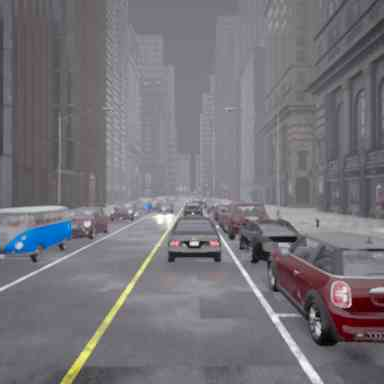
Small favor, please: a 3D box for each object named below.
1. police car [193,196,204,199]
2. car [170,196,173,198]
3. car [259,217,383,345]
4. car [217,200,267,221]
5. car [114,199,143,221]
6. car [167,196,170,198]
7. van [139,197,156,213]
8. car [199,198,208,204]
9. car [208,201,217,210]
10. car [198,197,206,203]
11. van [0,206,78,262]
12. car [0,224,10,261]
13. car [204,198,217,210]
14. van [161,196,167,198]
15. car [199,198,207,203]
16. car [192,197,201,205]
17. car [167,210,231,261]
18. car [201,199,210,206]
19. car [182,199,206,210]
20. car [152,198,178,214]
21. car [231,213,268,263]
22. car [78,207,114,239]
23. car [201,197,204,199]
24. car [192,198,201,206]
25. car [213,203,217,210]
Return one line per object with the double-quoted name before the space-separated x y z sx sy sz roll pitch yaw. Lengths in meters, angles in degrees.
"police car" 0.892 1.825 57.269 1.930 1.638 5.238 0 0 0
"car" -5.776 1.796 68.455 2.192 1.841 5.009 0 0 0
"car" 2.759 1.486 6.462 1.967 1.590 4.097 0 0 0
"car" 2.757 1.438 17.737 2.192 1.841 5.009 0 0 0
"car" -5.770 1.640 28.998 1.967 1.590 4.097 0 0 0
"car" -5.775 1.880 62.817 1.967 1.590 4.097 0 0 0
"van" -5.772 1.618 40.272 1.690 1.788 3.998 0 0 0
"car" 2.749 2.146 79.732 1.802 1.307 4.206 0 0 0
"car" 2.756 1.766 29.007 1.947 1.339 4.313 0 0 0
"car" 2.746 2.090 91.006 1.967 1.590 4.097 0 0 0
"van" -5.768 1.425 12.089 1.690 1.788 3.998 0 0 0
"car" -5.766 1.590 6.451 1.887 1.381 4.507 0 0 0
"car" 2.754 1.718 40.279 1.967 1.590 4.097 0 0 0
"van" -5.774 1.739 57.181 1.690 1.788 3.998 0 0 0
"car" 2.748 2.189 85.369 1.802 1.307 4.206 0 0 0
"car" 0.890 1.994 73.159 1.882 1.535 5.008 0 0 0
"car" 0.083 1.635 12.628 2.033 1.411 5.357 0 0 0
"car" 2.750 2.064 68.460 1.802 1.307 4.206 0 0 0
"car" 0.089 1.731 32.766 1.837 1.490 4.892 0 0 0
"car" -3.100 1.763 39.399 2.128 1.511 4.902 0 0 0
"car" 2.758 1.650 12.098 1.947 1.339 4.313 0 0 0
"car" -5.768 1.562 17.725 1.967 1.590 4.097 0 0 0
"car" 2.752 1.924 51.551 1.947 1.339 4.313 0 0 0
"car" 0.891 1.929 67.349 1.801 1.575 5.366 0 0 0
"car" 2.757 1.706 23.371 1.887 1.381 4.507 0 0 0
